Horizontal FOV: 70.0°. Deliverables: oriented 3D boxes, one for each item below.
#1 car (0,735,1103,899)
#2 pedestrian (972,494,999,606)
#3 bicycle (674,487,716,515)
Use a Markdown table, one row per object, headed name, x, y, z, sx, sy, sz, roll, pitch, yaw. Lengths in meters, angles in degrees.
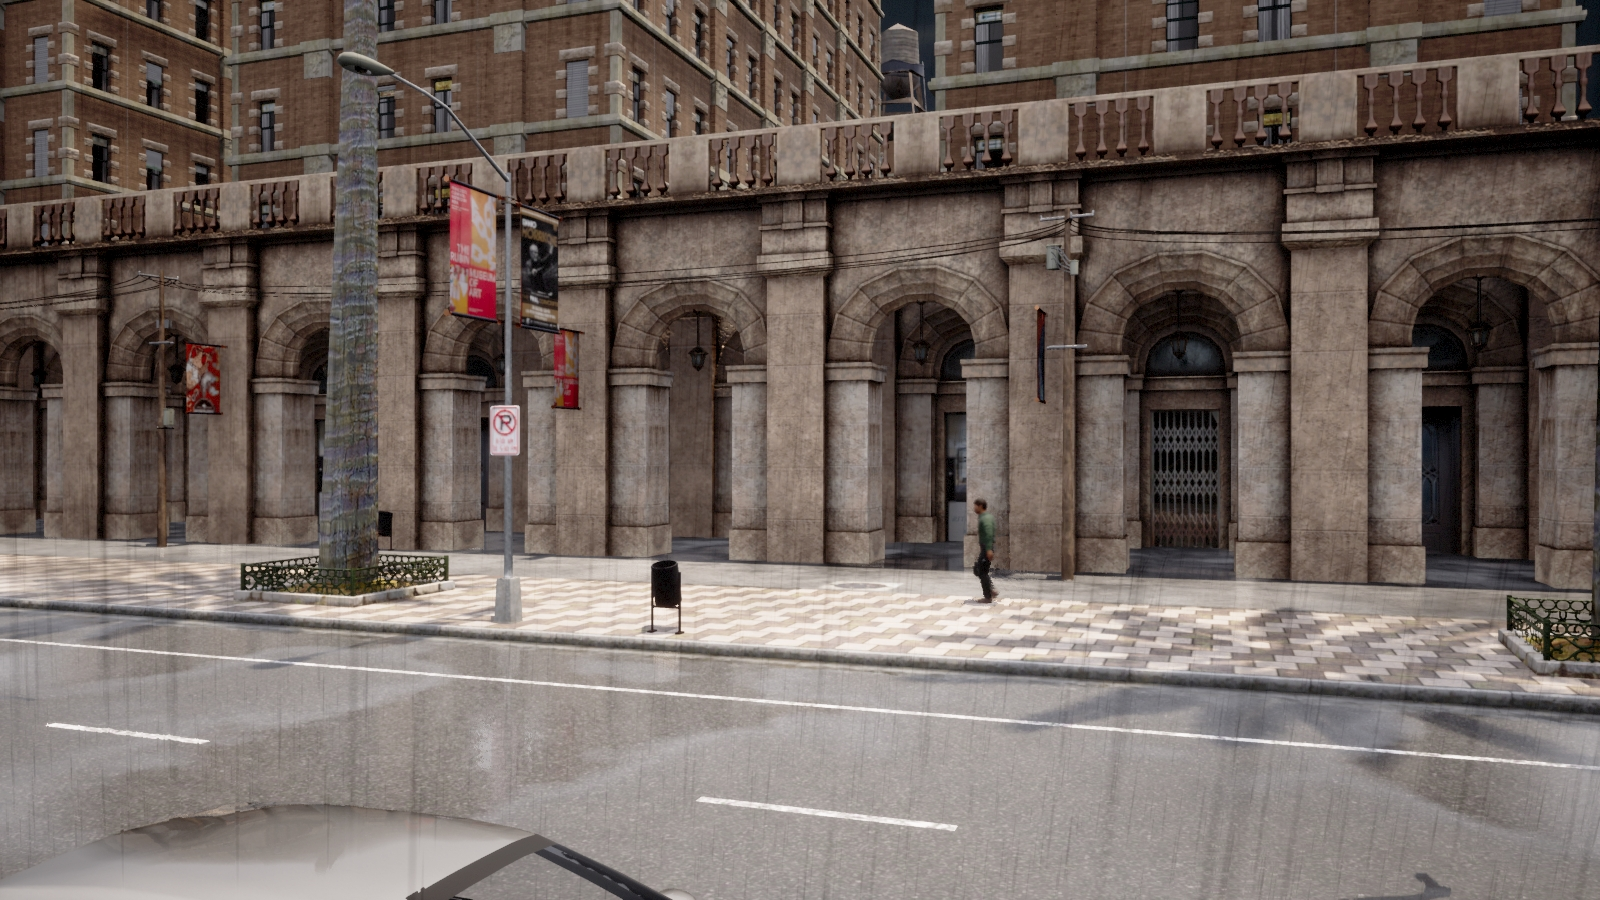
| name | x | y | z | sx | sy | sz | roll | pitch | yaw |
| --- | --- | --- | --- | --- | --- | --- | --- | --- | --- |
| car | -1.248 | 2.067 | 3.754 | 4.193 | 1.474 | 1.816 | 0 | 0 | 20 |
| pedestrian | 3.172 | 1.699 | 19.529 | 0.375 | 1.860 | 0.375 | 0 | 0 | 20 |
| bicycle | -4.574 | 2.218 | 49.845 | 1.835 | 1.171 | 0.329 | -1 | 0 | 20 |
